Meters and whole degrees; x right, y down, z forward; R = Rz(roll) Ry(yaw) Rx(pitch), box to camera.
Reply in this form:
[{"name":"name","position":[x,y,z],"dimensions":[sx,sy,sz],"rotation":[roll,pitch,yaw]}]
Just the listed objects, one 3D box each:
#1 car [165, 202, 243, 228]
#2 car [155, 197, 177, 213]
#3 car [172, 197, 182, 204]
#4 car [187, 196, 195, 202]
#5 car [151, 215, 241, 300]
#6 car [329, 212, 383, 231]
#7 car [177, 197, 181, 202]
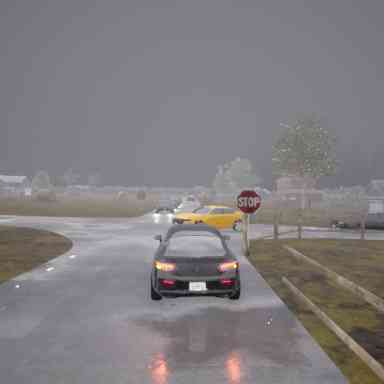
[{"name":"car","position":[1.114,1.570,20.140],"dimensions":[5.008,1.535,1.882],"rotation":[2,-1,-36]},{"name":"car","position":[-2.939,1.529,37.139],"dimensions":[1.837,1.490,4.892],"rotation":[0,0,0]},{"name":"car","position":[-2.943,1.664,65.973],"dimensions":[1.895,1.301,4.718],"rotation":[0,0,0]},{"name":"car","position":[-0.192,1.563,78.464],"dimensions":[1.882,1.535,5.008],"rotation":[0,0,0]},{"name":"car","position":[0.027,1.528,8.265],"dimensions":[1.812,1.442,4.674],"rotation":[0,0,-2]},{"name":"car","position":[12.686,2.104,23.595],"dimensions":[5.357,1.411,2.033],"rotation":[2,0,-2]},{"name":"car","position":[-2.953,1.596,46.284],"dimensions":[1.994,1.385,4.181],"rotation":[0,0,0]}]
